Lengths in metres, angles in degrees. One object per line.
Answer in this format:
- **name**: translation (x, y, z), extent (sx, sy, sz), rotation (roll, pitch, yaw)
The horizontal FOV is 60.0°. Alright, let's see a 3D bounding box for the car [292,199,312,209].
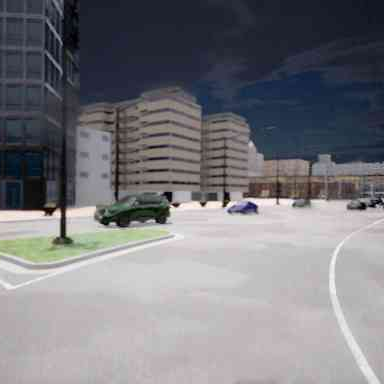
- **car**: translation (16.451, 1.753, 49.630), extent (1.837, 1.490, 4.892), rotation (0, -1, 37)

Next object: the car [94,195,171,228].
- **car**: translation (-3.850, 1.228, 22.575), extent (2.150, 2.045, 5.566), rotation (0, 0, 41)

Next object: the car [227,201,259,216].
- **car**: translation (5.409, 1.640, 34.652), extent (1.812, 1.442, 4.674), rotation (0, 0, 36)

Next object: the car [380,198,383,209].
- **car**: translation (31.246, 1.743, 51.915), extent (2.097, 1.767, 4.553), rotation (0, 0, 36)

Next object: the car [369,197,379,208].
- **car**: translation (28.879, 1.937, 54.607), extent (1.994, 1.385, 4.181), rotation (0, 0, 36)

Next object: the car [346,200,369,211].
- **car**: translation (23.128, 1.869, 46.776), extent (1.994, 1.385, 4.181), rotation (0, 0, 36)
